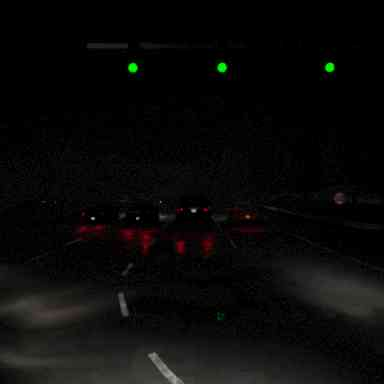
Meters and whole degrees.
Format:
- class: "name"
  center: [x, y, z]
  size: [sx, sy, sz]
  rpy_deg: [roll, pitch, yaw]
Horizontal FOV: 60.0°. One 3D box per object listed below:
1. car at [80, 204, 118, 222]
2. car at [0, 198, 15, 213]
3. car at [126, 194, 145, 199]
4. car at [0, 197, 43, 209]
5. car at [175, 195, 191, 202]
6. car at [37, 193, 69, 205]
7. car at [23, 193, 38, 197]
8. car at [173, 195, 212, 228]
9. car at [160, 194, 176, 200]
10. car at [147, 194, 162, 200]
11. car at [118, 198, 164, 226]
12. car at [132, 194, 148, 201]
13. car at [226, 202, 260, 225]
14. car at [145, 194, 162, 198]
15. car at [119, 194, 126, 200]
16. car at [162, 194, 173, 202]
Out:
- class: "car"
  center: [-6.897, 1.557, 25.399]
  size: [1.895, 1.301, 4.718]
  rpy_deg: [0, 0, 0]
- class: "car"
  center: [-20.996, 1.434, 35.001]
  size: [2.128, 1.511, 4.902]
  rpy_deg: [0, 0, 0]
- class: "car"
  center: [-11.402, 1.370, 66.780]
  size: [1.882, 1.535, 5.008]
  rpy_deg: [0, 0, -22]
- class: "car"
  center: [-17.496, 1.492, 33.509]
  size: [2.033, 1.411, 5.357]
  rpy_deg: [0, 0, 0]
- class: "car"
  center: [-1.971, 1.406, 71.546]
  size: [1.812, 1.442, 4.674]
  rpy_deg: [0, 0, -22]
- class: "car"
  center: [-17.542, 1.282, 42.906]
  size: [2.097, 1.767, 4.553]
  rpy_deg: [0, 0, 0]
- class: "car"
  center: [-21.137, 1.149, 44.674]
  size: [2.150, 2.045, 5.566]
  rpy_deg: [0, 0, -3]
- class: "car"
  center: [0.103, 1.183, 21.897]
  size: [2.150, 2.045, 5.566]
  rpy_deg: [0, 0, 0]
- class: "car"
  center: [-5.913, 1.226, 80.847]
  size: [2.128, 1.511, 4.902]
  rpy_deg: [0, 0, -30]
- class: "car"
  center: [-9.062, 1.204, 79.318]
  size: [1.837, 1.490, 4.892]
  rpy_deg: [0, 0, -30]
- class: "car"
  center: [-3.397, 1.451, 23.307]
  size: [2.128, 1.511, 4.902]
  rpy_deg: [0, 0, 0]
- class: "car"
  center: [-12.210, 1.185, 77.789]
  size: [1.882, 1.535, 5.008]
  rpy_deg: [0, 0, -30]
- class: "car"
  center: [3.603, 1.436, 23.974]
  size: [1.882, 1.535, 5.008]
  rpy_deg: [0, 0, 0]
- class: "car"
  center: [-8.223, 1.367, 68.277]
  size: [1.882, 1.535, 5.008]
  rpy_deg: [0, 0, -22]
- class: "car"
  center: [-15.359, 1.211, 76.260]
  size: [1.837, 1.490, 4.892]
  rpy_deg: [0, 0, -30]
- class: "car"
  center: [-5.014, 1.424, 69.678]
  size: [2.033, 1.411, 5.357]
  rpy_deg: [0, 0, -22]
